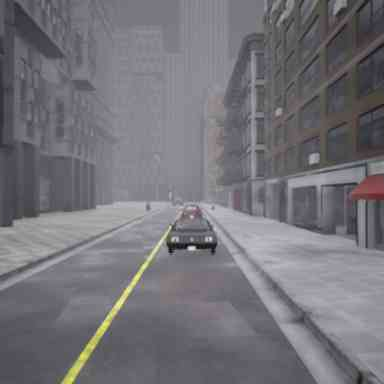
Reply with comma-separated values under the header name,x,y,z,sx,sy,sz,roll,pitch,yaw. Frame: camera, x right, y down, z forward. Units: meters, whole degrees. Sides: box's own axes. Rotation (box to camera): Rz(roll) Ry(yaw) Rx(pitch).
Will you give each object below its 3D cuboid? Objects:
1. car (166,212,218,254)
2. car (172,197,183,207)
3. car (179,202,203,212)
name,x,y,z,sx,sy,sz,roll,pitch,yaw
car,-0.003,1.746,14.098,1.895,1.301,4.718,0,-1,0
car,-3.022,2.047,70.923,2.150,2.045,5.566,0,-1,0
car,-0.005,1.851,29.364,1.812,1.442,4.674,0,-1,0
